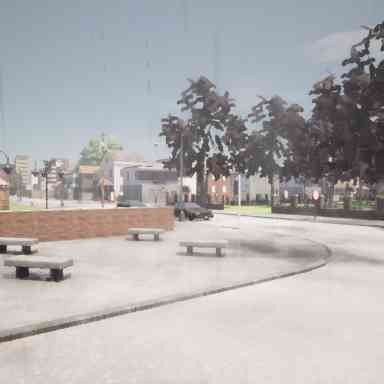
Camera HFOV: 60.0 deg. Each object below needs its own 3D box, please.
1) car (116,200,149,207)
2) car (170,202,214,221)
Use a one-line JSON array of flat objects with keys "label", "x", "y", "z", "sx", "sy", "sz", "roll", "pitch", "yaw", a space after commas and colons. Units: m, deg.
[{"label": "car", "x": -6.526, "y": 1.547, "z": 36.166, "sx": 2.033, "sy": 1.411, "sz": 5.357, "roll": 0, "pitch": 0, "yaw": -35}, {"label": "car", "x": -0.451, "y": 1.547, "z": 27.588, "sx": 2.033, "sy": 1.411, "sz": 5.357, "roll": 0, "pitch": 0, "yaw": -35}]
